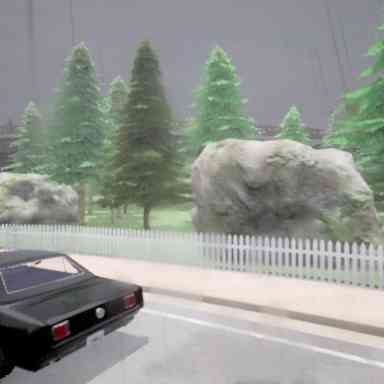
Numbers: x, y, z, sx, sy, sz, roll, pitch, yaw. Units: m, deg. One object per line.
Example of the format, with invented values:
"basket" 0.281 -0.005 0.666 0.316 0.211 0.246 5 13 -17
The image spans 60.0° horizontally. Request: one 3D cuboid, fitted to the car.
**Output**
"car" -3.199 1.643 5.442 4.718 1.301 1.895 -1 0 29
